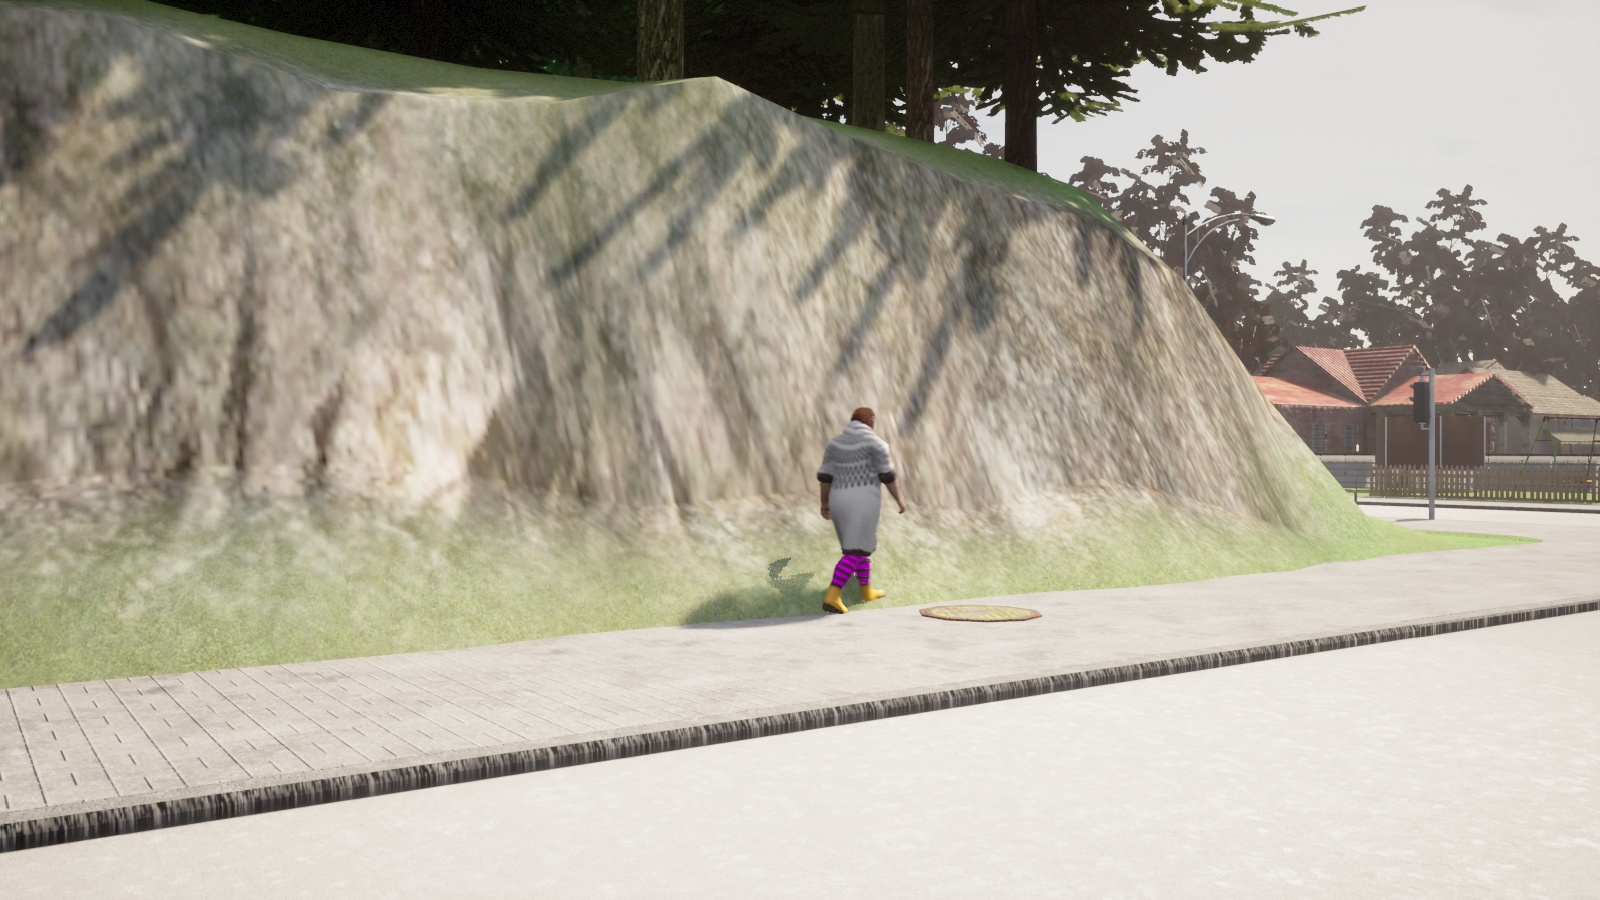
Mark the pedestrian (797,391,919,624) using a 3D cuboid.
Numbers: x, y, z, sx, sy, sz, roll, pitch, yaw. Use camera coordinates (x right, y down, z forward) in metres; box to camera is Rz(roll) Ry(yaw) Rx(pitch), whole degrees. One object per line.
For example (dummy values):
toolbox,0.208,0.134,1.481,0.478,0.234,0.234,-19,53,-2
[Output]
pedestrian,0.514,0.481,11.068,0.659,1.952,0.873,0,0,44
